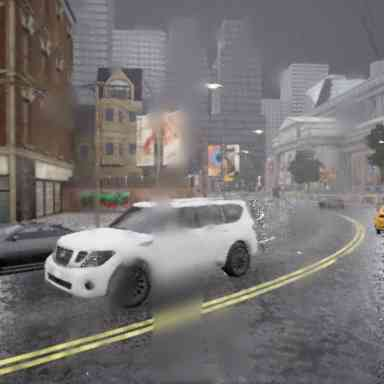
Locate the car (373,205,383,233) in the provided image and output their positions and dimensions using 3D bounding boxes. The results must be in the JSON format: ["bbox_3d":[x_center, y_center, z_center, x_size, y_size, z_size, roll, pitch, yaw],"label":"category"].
[{"bbox_3d":[11.255,1.402,18.506,1.882,1.535,5.008,0,0,27],"label":"car"}]

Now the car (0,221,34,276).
[{"bbox_3d":[-4.755,1.558,9.480,4.181,1.385,1.994,0,0,-39],"label":"car"}]

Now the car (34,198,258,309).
[{"bbox_3d":[-0.597,1.204,8.327,5.566,2.045,2.150,-1,1,-44],"label":"car"}]

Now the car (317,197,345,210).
[{"bbox_3d":[16.331,1.353,39.407,2.128,1.511,4.902,0,0,2],"label":"car"}]
